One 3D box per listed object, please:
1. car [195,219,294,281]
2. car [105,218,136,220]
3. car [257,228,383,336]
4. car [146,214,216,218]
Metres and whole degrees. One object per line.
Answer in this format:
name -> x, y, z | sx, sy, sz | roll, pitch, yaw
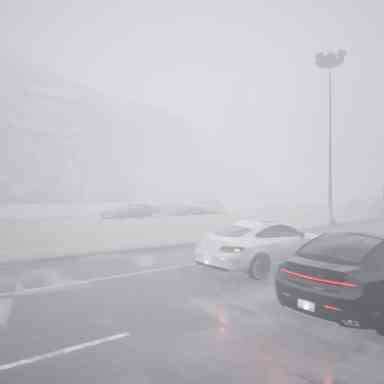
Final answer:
car -> 2.207, 1.540, 9.924 | 4.674, 1.442, 1.812 | 0, 0, -38
car -> -4.132, 1.534, 23.008 | 4.902, 1.511, 2.128 | 0, 0, -39
car -> 3.698, 1.512, 6.653 | 4.892, 1.490, 1.837 | 0, 0, -38
car -> -0.469, 1.583, 21.432 | 5.357, 1.411, 2.033 | 0, 0, -39
